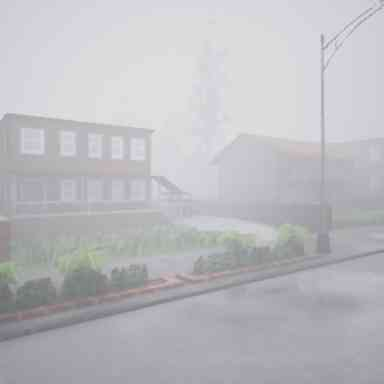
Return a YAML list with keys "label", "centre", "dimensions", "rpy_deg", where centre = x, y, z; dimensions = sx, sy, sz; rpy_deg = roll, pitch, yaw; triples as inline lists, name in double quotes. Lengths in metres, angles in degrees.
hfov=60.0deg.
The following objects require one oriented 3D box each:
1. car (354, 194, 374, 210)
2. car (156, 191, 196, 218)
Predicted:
- label: "car"
  centre: [15.144, 0.916, 31.597]
  dimensions: [1.845, 1.501, 3.633]
  rpy_deg: [-1, 0, -35]
- label: "car"
  centre: [-1.592, 0.890, 22.430]
  dimensions: [3.866, 1.878, 1.905]
  rpy_deg: [-1, 0, -35]
